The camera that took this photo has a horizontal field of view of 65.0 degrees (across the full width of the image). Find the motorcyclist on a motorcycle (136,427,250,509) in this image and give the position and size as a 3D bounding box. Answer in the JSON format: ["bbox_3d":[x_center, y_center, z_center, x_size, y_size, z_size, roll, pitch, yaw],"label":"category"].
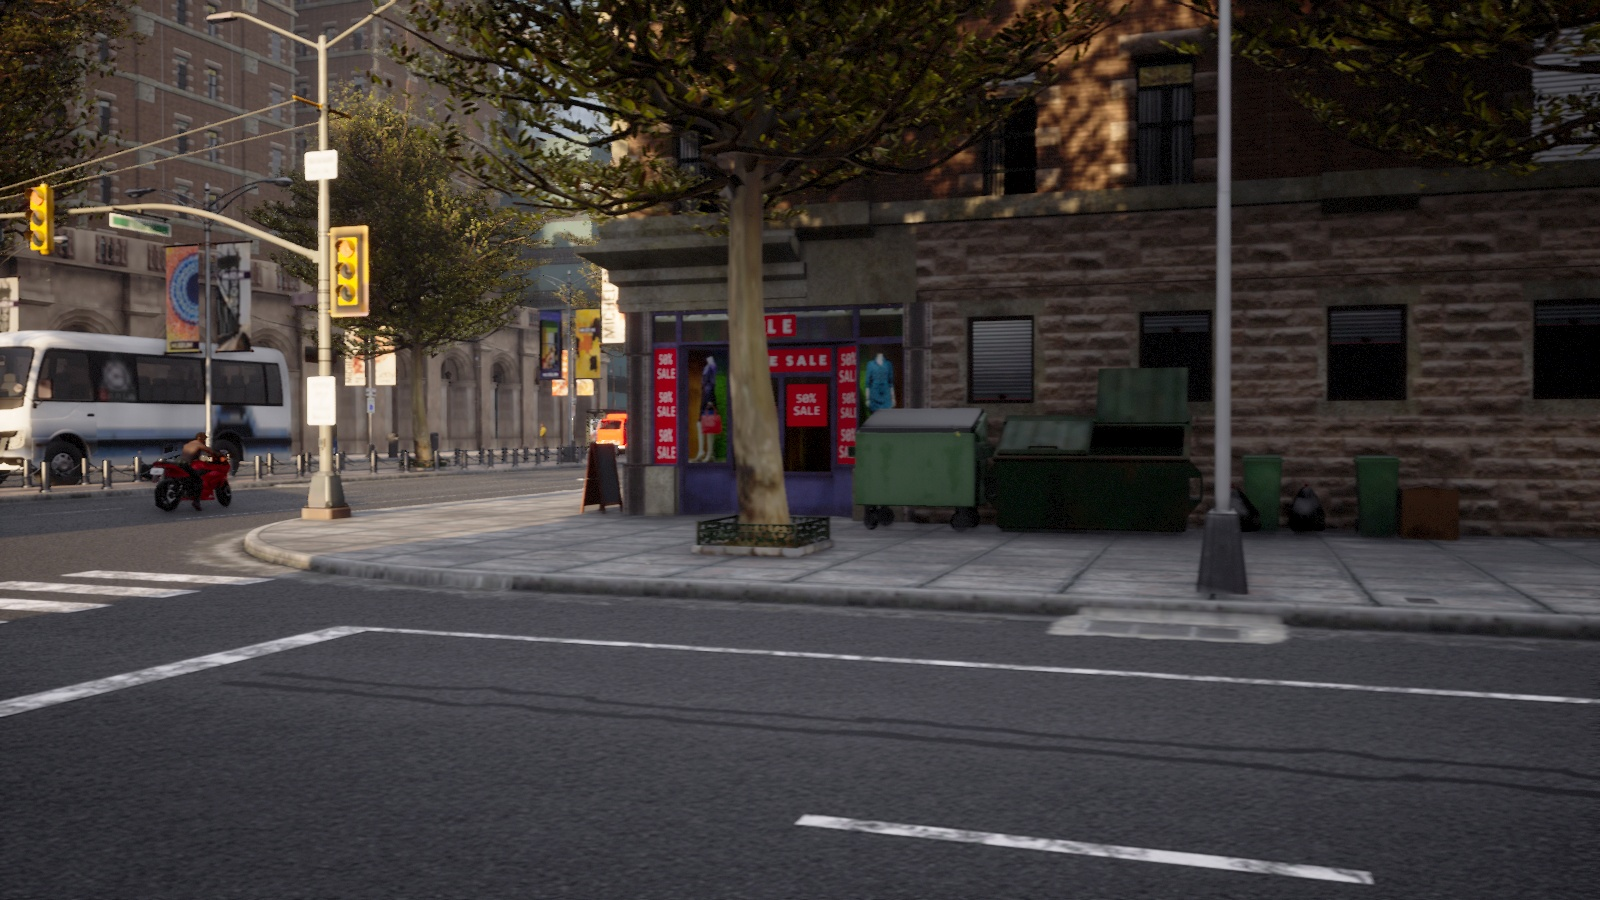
[{"bbox_3d":[-11.853,0.321,24.589,0.797,1.523,2.044,1,1,19],"label":"motorcyclist on a motorcycle"}]

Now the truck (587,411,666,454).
[{"bbox_3d":[-10.341,-1.001,75.367,2.627,2.467,5.204,1,0,19],"label":"truck"}]

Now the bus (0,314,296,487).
[{"bbox_3d":[-19.828,-1.307,36.370,3.944,4.253,10.273,1,1,19],"label":"bus"}]
